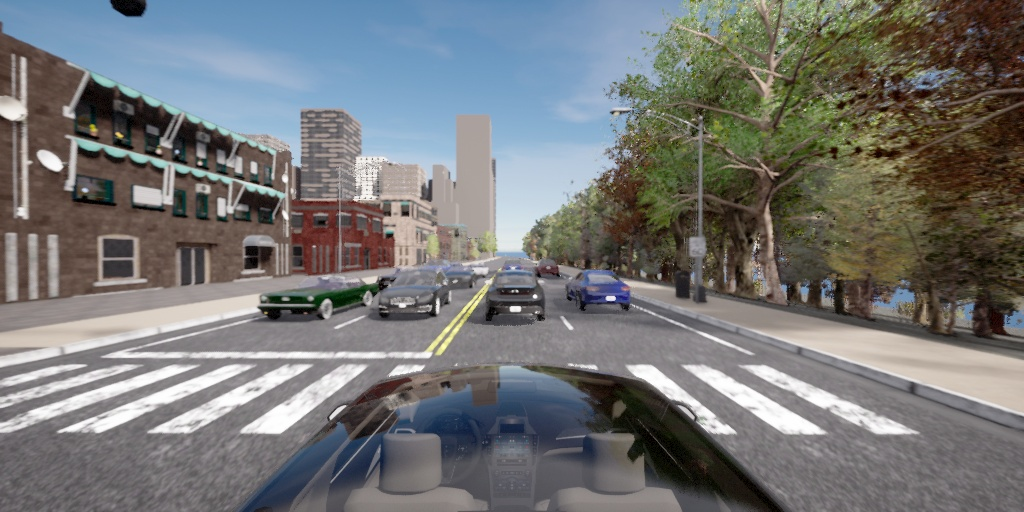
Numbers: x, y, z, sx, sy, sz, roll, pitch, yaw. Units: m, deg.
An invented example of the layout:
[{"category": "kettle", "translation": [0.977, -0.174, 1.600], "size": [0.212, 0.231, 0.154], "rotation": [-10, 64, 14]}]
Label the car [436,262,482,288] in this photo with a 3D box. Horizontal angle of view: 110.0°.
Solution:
[{"category": "car", "translation": [-3.325, 1.300, 23.144], "size": [1.994, 1.385, 4.181], "rotation": [0, 0, 0]}]

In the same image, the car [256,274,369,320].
[{"category": "car", "translation": [-6.591, 1.344, 12.789], "size": [1.895, 1.301, 4.718], "rotation": [0, 0, 3]}]

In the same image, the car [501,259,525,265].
[{"category": "car", "translation": [0.101, 1.081, 33.143], "size": [2.097, 1.767, 4.553], "rotation": [0, 0, 0]}]

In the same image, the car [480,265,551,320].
[{"category": "car", "translation": [0.100, 1.248, 12.554], "size": [1.837, 1.490, 4.892], "rotation": [0, 0, 0]}]

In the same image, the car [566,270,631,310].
[{"category": "car", "translation": [3.350, 1.267, 14.464], "size": [1.812, 1.442, 4.674], "rotation": [0, 0, 0]}]

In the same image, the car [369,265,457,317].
[{"category": "car", "translation": [-3.367, 1.248, 13.188], "size": [1.837, 1.490, 4.892], "rotation": [0, 0, -2]}]

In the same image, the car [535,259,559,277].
[{"category": "car", "translation": [3.352, 1.080, 35.066], "size": [2.097, 1.767, 4.553], "rotation": [0, 0, 0]}]

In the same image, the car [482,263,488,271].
[{"category": "car", "translation": [-3.255, 1.330, 33.162], "size": [1.895, 1.301, 4.718], "rotation": [0, 0, 0]}]

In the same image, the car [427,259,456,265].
[{"category": "car", "translation": [-6.526, 1.083, 30.976], "size": [2.097, 1.767, 4.553], "rotation": [0, 0, 0]}]
